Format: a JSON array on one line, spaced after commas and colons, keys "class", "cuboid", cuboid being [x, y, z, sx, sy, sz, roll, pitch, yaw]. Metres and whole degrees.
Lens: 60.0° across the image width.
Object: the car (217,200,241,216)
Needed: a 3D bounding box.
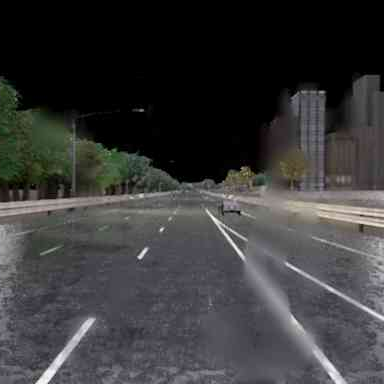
[{"class": "car", "cuboid": [3.538, 1.477, 32.086, 2.033, 1.411, 5.357, 0, 0, -1]}]
